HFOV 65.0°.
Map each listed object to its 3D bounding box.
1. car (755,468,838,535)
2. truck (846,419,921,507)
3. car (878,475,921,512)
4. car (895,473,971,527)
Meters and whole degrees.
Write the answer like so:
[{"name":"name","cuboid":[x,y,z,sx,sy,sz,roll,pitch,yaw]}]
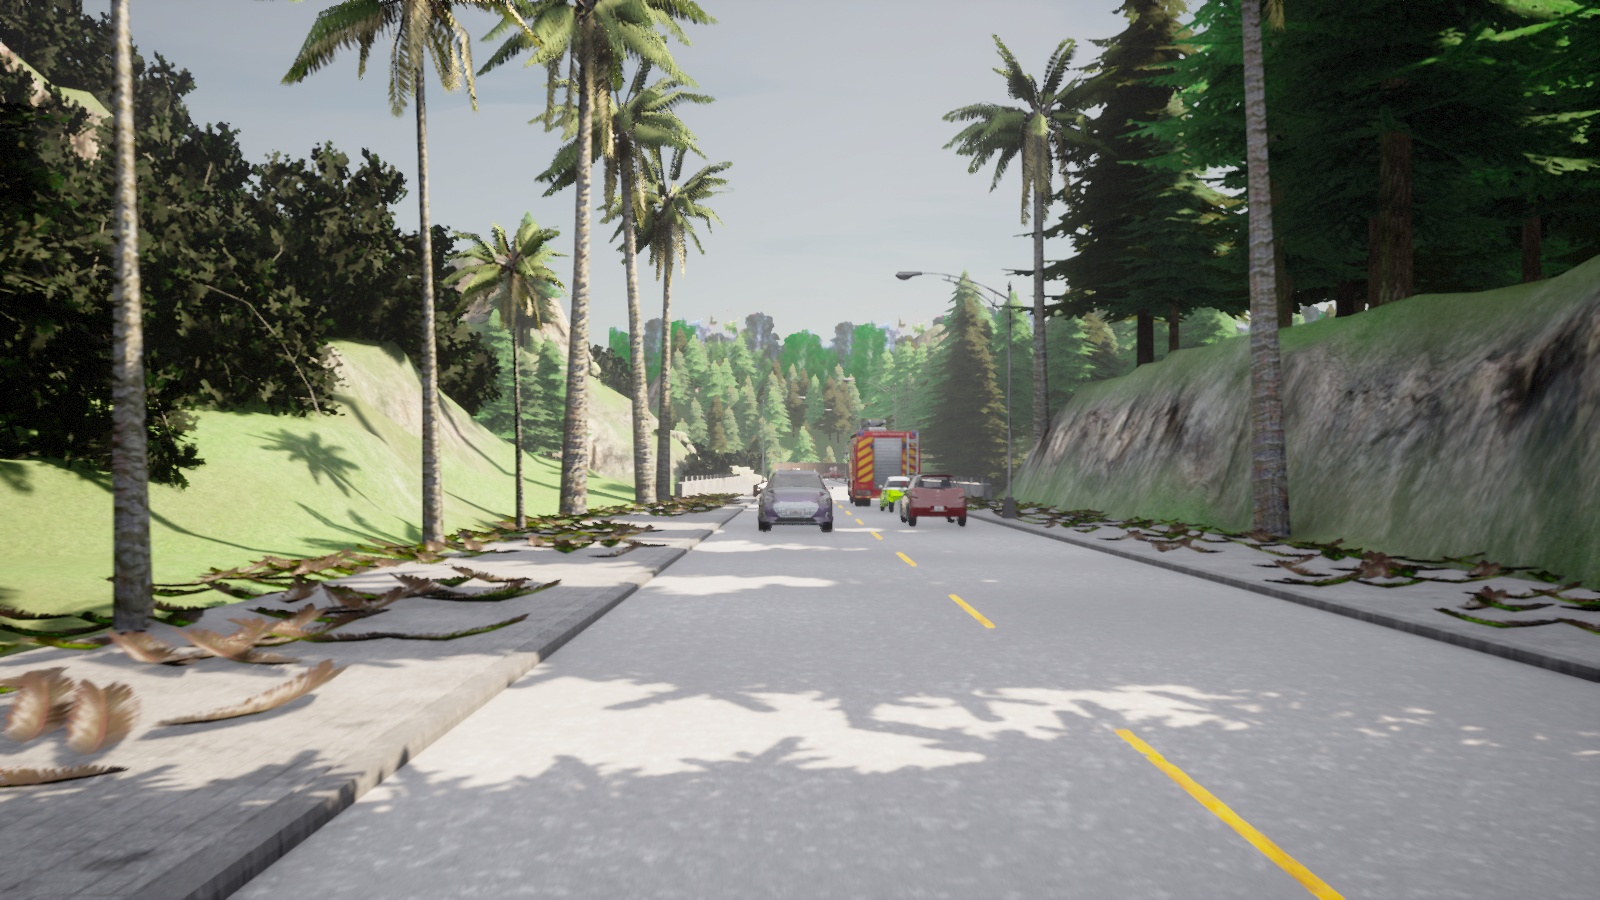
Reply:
[{"name":"car","cuboid":[-0.105,1.302,33.273,2.033,1.649,4.856,0,-1,0]},{"name":"truck","cuboid":[3.805,0.625,59.125,2.891,3.827,8.468,0,-1,0]},{"name":"car","cuboid":[3.845,1.673,48.896,1.481,1.376,2.207,0,-1,0]},{"name":"car","cuboid":[3.884,1.434,37.093,1.845,1.501,3.633,0,-1,0]}]
